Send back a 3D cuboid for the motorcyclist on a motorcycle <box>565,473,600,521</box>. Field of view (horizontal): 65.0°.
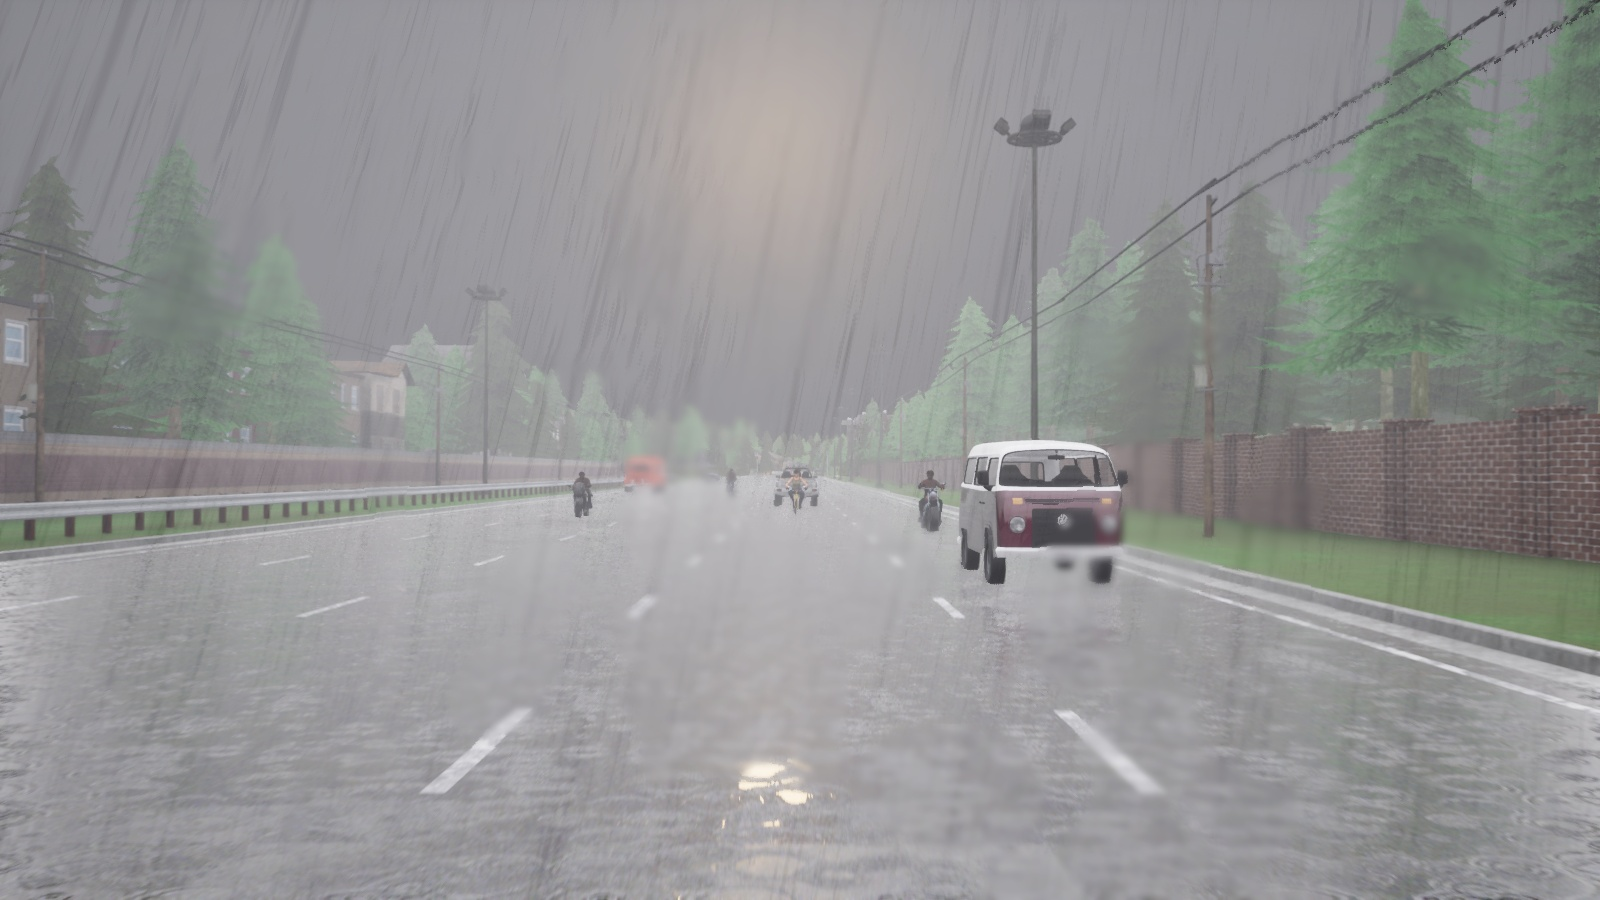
[{"bbox_3d":[-7.099,1.512,41.013,0.797,1.523,2.044,0,-1,0],"label":"motorcyclist on a motorcycle"}]

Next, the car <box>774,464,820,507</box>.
[{"bbox_3d":[-0.135,1.571,55.991,1.932,1.855,4.605,0,-1,0],"label":"car"}]

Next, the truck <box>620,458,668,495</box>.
[{"bbox_3d":[-10.710,1.820,86.564,2.627,2.467,5.204,0,-1,0],"label":"truck"}]

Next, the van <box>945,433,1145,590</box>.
[{"bbox_3d":[3.454,0.836,18.624,2.069,2.038,4.480,0,-1,0],"label":"van"}]

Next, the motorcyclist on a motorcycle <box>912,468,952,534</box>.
[{"bbox_3d":[3.421,1.299,32.700,0.766,1.649,2.350,0,-1,0],"label":"motorcyclist on a motorcycle"}]
